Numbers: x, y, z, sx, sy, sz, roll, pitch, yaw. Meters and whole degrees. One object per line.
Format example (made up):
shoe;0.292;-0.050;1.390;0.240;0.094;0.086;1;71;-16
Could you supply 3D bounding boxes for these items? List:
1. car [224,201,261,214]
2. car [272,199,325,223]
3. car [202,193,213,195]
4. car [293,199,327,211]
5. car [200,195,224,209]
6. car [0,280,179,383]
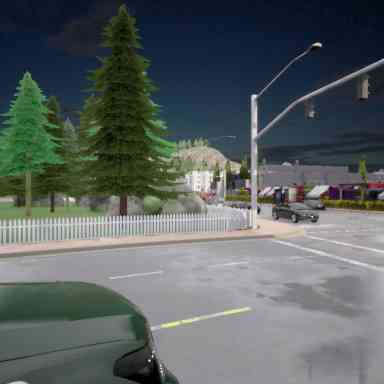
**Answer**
car;5.483;1.656;35.250;1.895;1.301;4.718;0;0;-16
car;8.071;1.560;26.343;1.837;1.490;4.892;0;0;-14
car;2.985;1.277;69.612;2.150;2.045;5.566;0;0;-16
car;14.721;1.619;41.769;1.994;1.385;4.181;0;0;-16
car;2.868;1.547;44.236;2.128;1.511;4.902;0;0;-16
car;-2.744;1.221;1.679;5.566;2.045;2.150;0;0;-36
